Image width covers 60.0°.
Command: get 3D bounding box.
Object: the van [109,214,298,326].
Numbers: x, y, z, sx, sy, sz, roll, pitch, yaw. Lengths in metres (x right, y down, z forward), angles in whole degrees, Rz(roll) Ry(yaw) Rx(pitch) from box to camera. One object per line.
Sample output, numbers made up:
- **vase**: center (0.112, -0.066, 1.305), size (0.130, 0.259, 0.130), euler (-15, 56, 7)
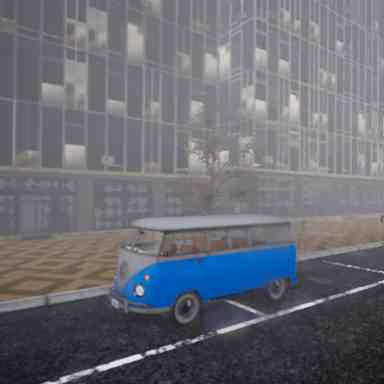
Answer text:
- **van**: center (0.416, 1.386, 6.858), size (3.998, 1.788, 1.690), euler (1, 0, -36)
